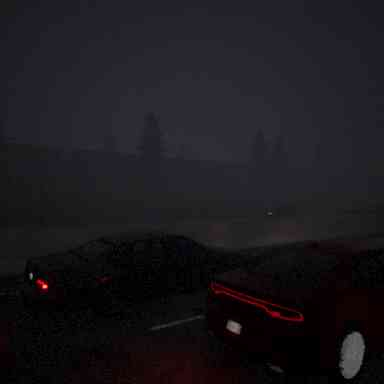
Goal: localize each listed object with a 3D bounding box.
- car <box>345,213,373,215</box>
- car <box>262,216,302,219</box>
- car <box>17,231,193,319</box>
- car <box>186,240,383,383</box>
[{"bbox_3d":[13.023,1.927,26.166,4.181,1.385,1.994,1,-1,-35],"label":"car"},{"bbox_3d":[8.483,1.860,31.528,4.892,1.490,1.837,1,-1,-35],"label":"car"},{"bbox_3d":[-0.845,1.597,7.442,5.357,1.411,2.033,1,-1,-35],"label":"car"},{"bbox_3d":[2.534,1.551,5.552,5.008,1.535,1.882,1,-1,-35],"label":"car"}]
